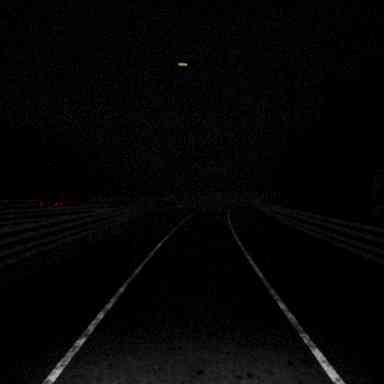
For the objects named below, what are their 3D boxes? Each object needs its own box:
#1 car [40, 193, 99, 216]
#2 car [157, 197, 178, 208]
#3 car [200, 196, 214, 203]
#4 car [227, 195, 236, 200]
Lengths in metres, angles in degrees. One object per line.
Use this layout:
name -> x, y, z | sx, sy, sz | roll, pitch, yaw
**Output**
car -> -10.061, 1.129, 27.649 | 2.150, 2.045, 5.566 | 0, 0, 18
car -> -3.555, 1.495, 48.148 | 1.812, 1.442, 4.674 | 0, 0, 18
car -> 3.116, 1.548, 69.163 | 2.033, 1.411, 5.357 | 0, 0, 18
car -> 11.279, 1.553, 94.883 | 2.033, 1.411, 5.357 | 0, 0, 18
